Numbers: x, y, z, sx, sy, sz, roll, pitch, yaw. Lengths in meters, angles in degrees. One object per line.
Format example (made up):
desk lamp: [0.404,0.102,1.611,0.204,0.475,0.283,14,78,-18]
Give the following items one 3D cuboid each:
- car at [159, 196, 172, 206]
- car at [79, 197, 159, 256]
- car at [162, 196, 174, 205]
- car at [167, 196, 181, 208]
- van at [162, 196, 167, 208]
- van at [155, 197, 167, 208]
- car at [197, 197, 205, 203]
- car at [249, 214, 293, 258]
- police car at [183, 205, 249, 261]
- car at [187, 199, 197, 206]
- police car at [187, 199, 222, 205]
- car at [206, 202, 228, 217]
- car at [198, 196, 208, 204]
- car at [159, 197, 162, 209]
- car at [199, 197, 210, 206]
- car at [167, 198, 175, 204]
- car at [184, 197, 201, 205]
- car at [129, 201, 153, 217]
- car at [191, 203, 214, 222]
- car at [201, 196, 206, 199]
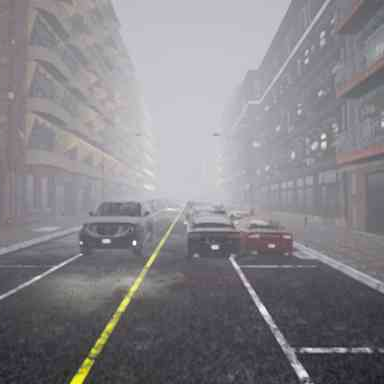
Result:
car: [-5.337,1.803,68.333,2.192,1.841,5.009,1,-1,0]
car: [-2.857,1.302,13.849,2.150,2.045,5.566,0,0,0]
car: [-5.341,1.852,73.862,2.192,1.841,5.009,1,-1,0]
car: [-2.857,1.859,54.359,2.128,1.511,4.902,0,0,0]
van: [-5.325,1.688,51.740,1.690,1.788,3.998,2,0,0]
van: [-5.330,1.733,57.272,1.690,1.788,3.998,1,0,0]
car: [2.489,2.135,90.401,1.967,1.590,4.097,1,-1,0]
car: [2.577,1.620,12.970,1.887,1.381,4.507,1,0,0]
police car: [0.705,1.498,12.746,1.930,1.638,5.238,0,0,0]
car: [-0.043,2.052,64.215,1.895,1.301,4.718,0,-1,0]
police car: [0.811,1.562,22.748,1.930,1.638,5.238,0,0,0]
car: [2.561,1.768,35.091,1.887,1.381,4.507,1,0,0]
car: [2.501,1.902,79.339,2.192,1.841,5.009,1,-1,0]
car: [-5.317,1.578,40.682,2.192,1.841,5.009,2,0,0]
car: [2.548,1.928,68.277,1.967,1.590,4.097,1,-1,0]
car: [-5.356,2.206,84.922,1.947,1.339,4.313,1,-1,0]
car: [-0.032,1.833,49.268,1.837,1.490,4.892,0,0,0]
car: [-5.318,1.747,34.979,1.752,1.417,4.829,2,0,0]
car: [0.807,1.703,28.640,1.812,1.442,4.674,0,0,0]
car: [2.546,1.937,57.214,1.887,1.381,4.507,1,-1,0]
